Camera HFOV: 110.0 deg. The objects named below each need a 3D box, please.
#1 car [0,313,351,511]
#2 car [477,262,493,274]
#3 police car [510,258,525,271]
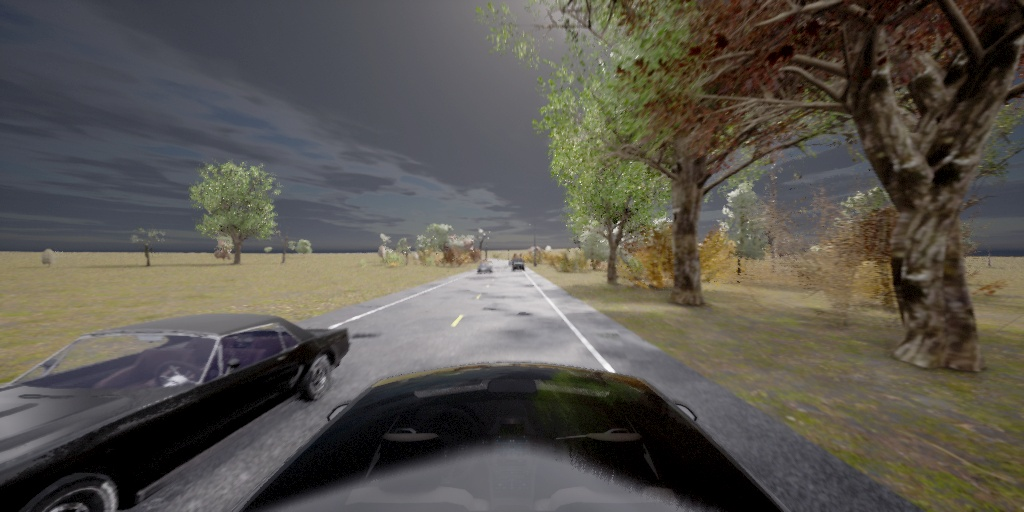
[{"bbox_3d":[-3.600,1.367,3.698,1.895,1.301,4.718,0,0,0],"label":"car"},{"bbox_3d":[-3.565,1.562,47.959,2.128,1.511,4.902,0,0,0],"label":"car"},{"bbox_3d":[1.051,1.542,56.263,1.930,1.638,5.238,0,0,0],"label":"police car"}]
